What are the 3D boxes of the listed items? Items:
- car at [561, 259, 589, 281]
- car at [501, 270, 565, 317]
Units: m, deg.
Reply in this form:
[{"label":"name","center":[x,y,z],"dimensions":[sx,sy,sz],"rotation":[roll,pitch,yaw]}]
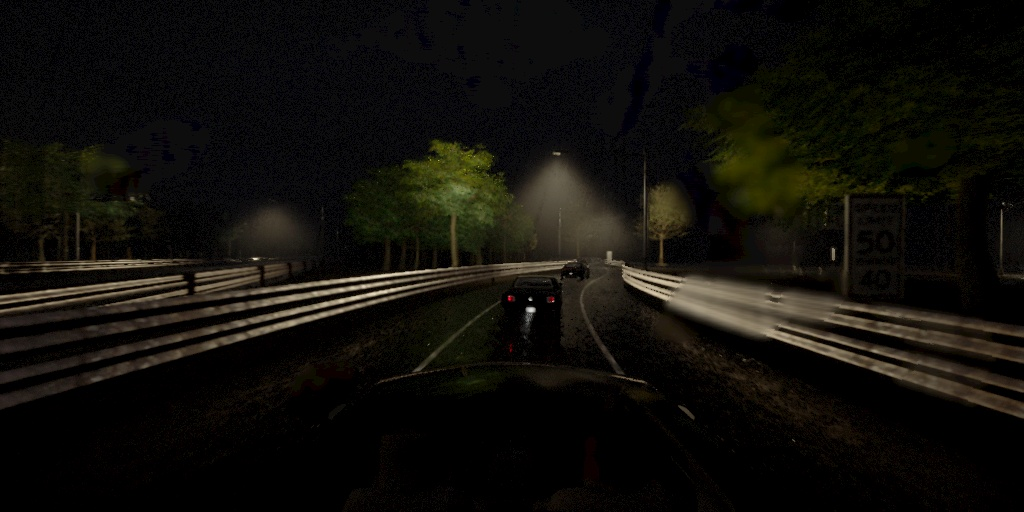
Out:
[{"label":"car","center":[5.512,1.266,30.946],"dimensions":[1.882,1.535,5.008],"rotation":[0,0,19]},{"label":"car","center":[0.904,1.356,13.199],"dimensions":[1.895,1.301,4.718],"rotation":[0,0,8]}]
